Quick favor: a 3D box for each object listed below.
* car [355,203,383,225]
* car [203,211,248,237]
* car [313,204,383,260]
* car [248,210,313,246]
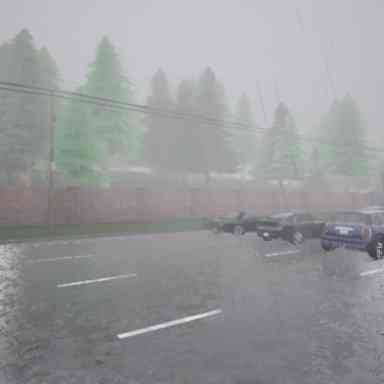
[{"bbox_3d":[16.085,1.802,28.225,5.008,1.535,1.882,0,0,-35],"label":"car"},{"bbox_3d":[3.046,1.749,18.929,4.718,1.301,1.895,1,0,-35],"label":"car"},{"bbox_3d":[7.262,1.501,13.334,4.553,1.767,2.097,1,-1,-35],"label":"car"},{"bbox_3d":[5.289,1.658,16.226,4.892,1.490,1.837,0,0,-35],"label":"car"}]
